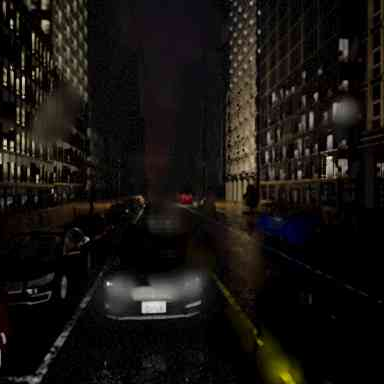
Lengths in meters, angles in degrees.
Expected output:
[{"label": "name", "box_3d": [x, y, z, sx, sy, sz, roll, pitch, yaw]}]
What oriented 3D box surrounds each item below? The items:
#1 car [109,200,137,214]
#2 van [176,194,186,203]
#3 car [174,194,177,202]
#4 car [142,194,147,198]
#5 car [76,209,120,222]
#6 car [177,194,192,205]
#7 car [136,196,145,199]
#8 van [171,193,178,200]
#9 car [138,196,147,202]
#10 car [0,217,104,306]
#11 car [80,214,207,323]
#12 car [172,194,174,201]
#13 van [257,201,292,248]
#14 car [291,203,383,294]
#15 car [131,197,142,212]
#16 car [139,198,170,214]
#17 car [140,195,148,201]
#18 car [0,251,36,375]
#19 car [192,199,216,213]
[{"label": "car", "box_3d": [-5.465, 1.548, 24.825, 2.008, 1.369, 4.403, -1, 0, -7]}, {"label": "van", "box_3d": [-2.325, 1.330, 70.953, 1.690, 1.788, 3.998, -1, 0, -7]}, {"label": "car", "box_3d": [-1.677, 1.305, 65.307, 2.192, 1.841, 5.009, -1, 0, -7]}, {"label": "car", "box_3d": [-8.706, 1.432, 53.057, 1.967, 1.590, 4.097, -1, 0, -7]}, {"label": "car", "box_3d": [-4.168, 1.580, 13.532, 1.802, 1.307, 4.206, -1, 0, -7]}, {"label": "car", "box_3d": [-1.029, 1.306, 59.660, 2.192, 1.841, 5.009, -1, 0, -7]}, {"label": "car", "box_3d": [-8.056, 1.575, 47.411, 1.802, 1.307, 4.206, -1, 0, -7]}, {"label": "van", "box_3d": [-4.917, 1.323, 93.539, 1.690, 1.788, 3.998, -1, 0, -7]}, {"label": "car", "box_3d": [-11.297, 1.553, 75.644, 1.947, 1.339, 4.313, -1, 0, -7]}, {"label": "car", "box_3d": [-3.521, 1.550, 7.885, 2.008, 1.369, 4.403, -1, 0, -7]}, {"label": "car", "box_3d": [-0.864, 1.491, 7.508, 2.128, 1.511, 4.902, 0, 0, -7]}, {"label": "car", "box_3d": [-2.972, 1.427, 76.600, 1.967, 1.590, 4.097, -1, 0, -7]}, {"label": "van", "box_3d": [4.156, 1.340, 14.487, 1.690, 1.788, 3.998, -1, 0, -7]}, {"label": "car", "box_3d": [4.803, 1.314, 8.840, 2.192, 1.841, 5.009, -1, 0, -7]}, {"label": "car", "box_3d": [-6.760, 1.546, 36.117, 2.008, 1.369, 4.403, -1, 0, -7]}, {"label": "car", "box_3d": [-2.745, 1.475, 24.796, 1.882, 1.535, 5.008, 0, 0, -7]}, {"label": "car", "box_3d": [-12.593, 1.534, 86.937, 2.008, 1.369, 4.403, -1, 0, -7]}, {"label": "car", "box_3d": [-2.872, 1.544, 2.238, 1.887, 1.381, 4.507, -1, 0, -7]}, {"label": "car", "box_3d": [1.566, 1.546, 37.073, 2.008, 1.369, 4.403, -1, 0, -7]}]
